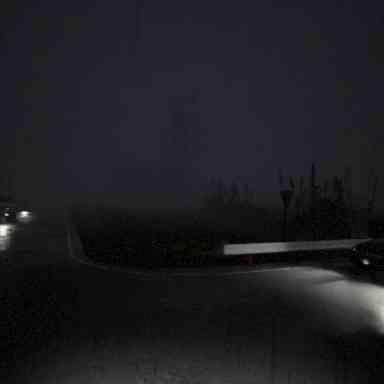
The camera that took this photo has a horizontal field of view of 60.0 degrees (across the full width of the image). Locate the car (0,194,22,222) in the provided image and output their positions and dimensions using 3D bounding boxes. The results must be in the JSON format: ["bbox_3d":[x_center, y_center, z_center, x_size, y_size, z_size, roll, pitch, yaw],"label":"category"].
[{"bbox_3d":[-14.846,1.138,25.580,2.150,2.045,5.566,2,-1,-22],"label":"car"}]

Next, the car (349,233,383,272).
[{"bbox_3d":[7.064,1.705,10.088,4.674,1.442,1.812,1,0,-19],"label":"car"}]

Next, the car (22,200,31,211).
[{"bbox_3d":[-20.464,1.555,39.824,1.895,1.301,4.718,2,-1,-21],"label":"car"}]
